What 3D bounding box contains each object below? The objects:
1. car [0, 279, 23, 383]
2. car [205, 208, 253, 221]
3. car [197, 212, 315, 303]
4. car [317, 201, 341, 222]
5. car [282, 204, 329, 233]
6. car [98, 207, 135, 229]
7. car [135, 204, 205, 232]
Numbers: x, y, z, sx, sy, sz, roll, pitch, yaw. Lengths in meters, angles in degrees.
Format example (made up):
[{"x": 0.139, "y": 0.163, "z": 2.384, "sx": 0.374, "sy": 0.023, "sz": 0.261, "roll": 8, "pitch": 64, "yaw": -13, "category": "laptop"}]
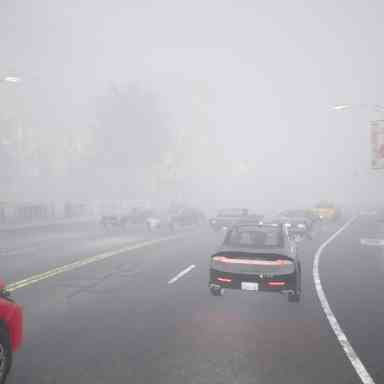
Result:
[{"x": -3.284, "y": 1.214, "z": 1.687, "sx": 2.150, "sy": 2.045, "sz": 5.566, "roll": 0, "pitch": -1, "yaw": 5, "category": "car"}, {"x": 2.756, "y": 1.601, "z": 19.330, "sx": 1.895, "sy": 1.301, "sz": 4.718, "roll": 0, "pitch": 0, "yaw": 27, "category": "car"}, {"x": 1.691, "y": 1.492, "z": 8.355, "sx": 2.128, "sy": 1.511, "sz": 4.902, "roll": 0, "pitch": 0, "yaw": 15, "category": "car"}, {"x": 10.572, "y": 1.456, "z": 26.265, "sx": 1.801, "sy": 1.575, "sz": 5.366, "roll": 0, "pitch": 0, "yaw": 30, "category": "car"}, {"x": 5.551, "y": 1.547, "z": 17.309, "sx": 2.033, "sy": 1.411, "sz": 5.357, "roll": 0, "pitch": 0, "yaw": 29, "category": "car"}, {"x": -3.928, "y": 1.668, "z": 22.109, "sx": 1.895, "sy": 1.301, "sz": 4.718, "roll": 0, "pitch": 0, "yaw": 30, "category": "car"}, {"x": -0.894, "y": 1.521, "z": 20.365, "sx": 2.128, "sy": 1.511, "sz": 4.902, "roll": 0, "pitch": 0, "yaw": 30, "category": "car"}]
